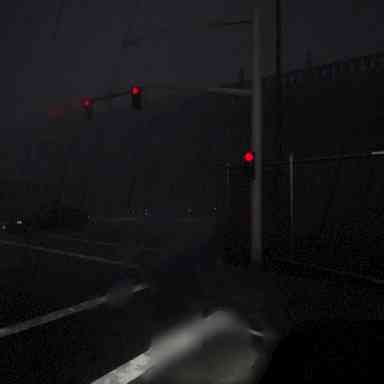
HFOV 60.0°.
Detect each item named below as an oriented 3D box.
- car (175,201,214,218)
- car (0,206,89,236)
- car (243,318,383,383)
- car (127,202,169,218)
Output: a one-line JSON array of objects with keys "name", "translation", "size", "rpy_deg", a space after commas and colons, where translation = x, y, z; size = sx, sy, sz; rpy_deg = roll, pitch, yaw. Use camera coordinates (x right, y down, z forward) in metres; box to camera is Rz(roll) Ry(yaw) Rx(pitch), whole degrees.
[{"name": "car", "translation": [0.366, 1.581, 31.125], "size": [1.812, 1.442, 4.674], "rpy_deg": [0, 0, 35]}, {"name": "car", "translation": [-8.165, 1.542, 18.872], "size": [2.128, 1.511, 4.902], "rpy_deg": [0, 0, 33]}, {"name": "car", "translation": [2.940, 1.547, 1.869], "size": [5.357, 1.411, 2.033], "rpy_deg": [0, 0, 36]}, {"name": "car", "translation": [-4.011, 1.620, 31.015], "size": [1.994, 1.385, 4.181], "rpy_deg": [0, 0, 35]}]
